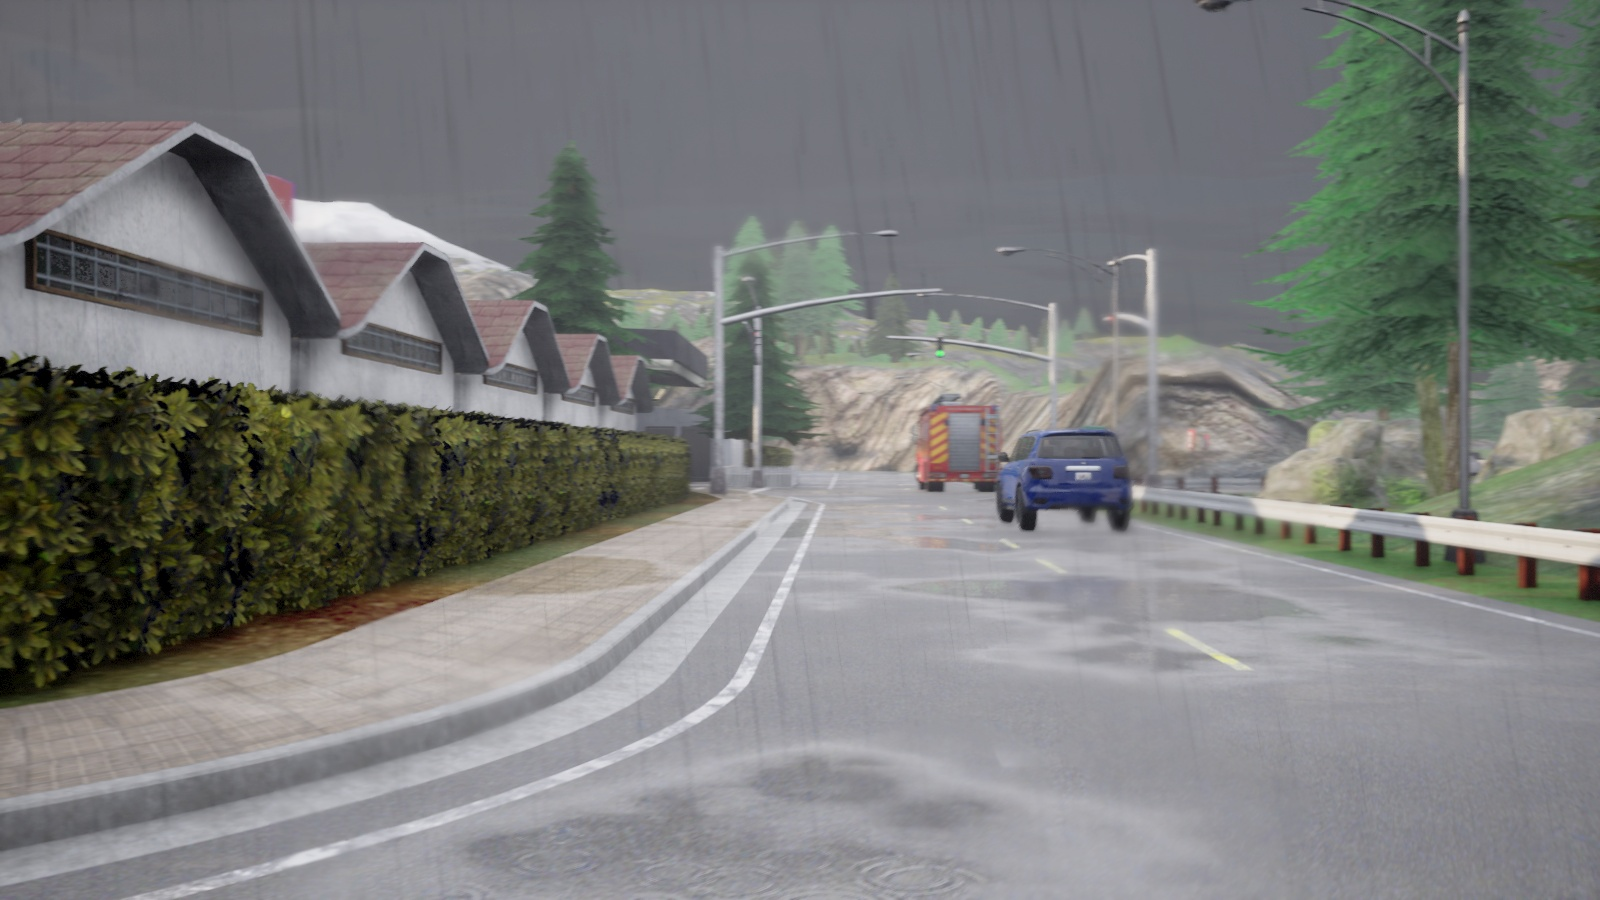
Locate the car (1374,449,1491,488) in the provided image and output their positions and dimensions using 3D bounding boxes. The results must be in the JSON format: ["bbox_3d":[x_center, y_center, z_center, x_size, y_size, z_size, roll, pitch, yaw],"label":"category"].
[{"bbox_3d":[24.715,0.706,49.171,3.633,1.501,1.845,0,0,0],"label":"car"}]

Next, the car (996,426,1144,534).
[{"bbox_3d":[5.578,0.580,26.721,2.150,2.045,5.566,0,0,2],"label":"car"}]

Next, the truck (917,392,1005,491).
[{"bbox_3d":[6.577,-0.231,52.469,2.891,3.827,8.468,0,-1,2],"label":"truck"}]
